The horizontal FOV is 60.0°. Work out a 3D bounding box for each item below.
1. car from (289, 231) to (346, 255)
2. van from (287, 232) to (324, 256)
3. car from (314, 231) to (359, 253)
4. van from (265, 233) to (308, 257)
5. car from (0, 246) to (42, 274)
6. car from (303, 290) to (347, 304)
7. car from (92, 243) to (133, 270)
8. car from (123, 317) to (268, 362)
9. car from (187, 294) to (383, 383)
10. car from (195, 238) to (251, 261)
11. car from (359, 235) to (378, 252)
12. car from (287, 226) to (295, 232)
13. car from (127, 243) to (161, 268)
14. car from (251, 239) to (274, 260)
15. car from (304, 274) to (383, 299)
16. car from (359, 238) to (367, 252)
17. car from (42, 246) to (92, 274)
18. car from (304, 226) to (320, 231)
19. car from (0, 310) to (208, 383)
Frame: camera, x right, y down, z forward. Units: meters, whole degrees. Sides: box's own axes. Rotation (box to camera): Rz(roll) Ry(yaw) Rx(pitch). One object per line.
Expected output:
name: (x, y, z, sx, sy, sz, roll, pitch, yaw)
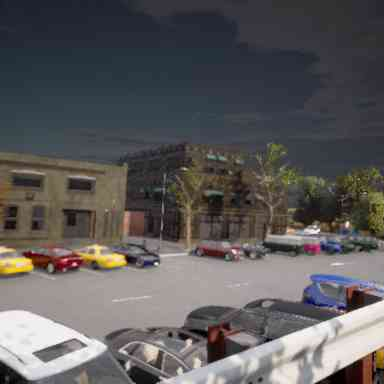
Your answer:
car: (14.641, 6.166, 39.372, 5.566, 2.045, 2.435, 1, -4, 34)
van: (12.119, 5.982, 37.720, 4.442, 1.987, 1.878, 1, -3, 34)
car: (17.038, 6.374, 41.095, 5.566, 2.045, 2.435, 1, -4, 34)
van: (9.722, 5.774, 35.997, 4.442, 1.987, 1.878, 1, -3, 34)
car: (-11.911, 4.118, 20.508, 5.366, 1.575, 1.946, 1, -3, 34)
car: (4.571, 4.692, 11.493, 5.366, 1.575, 1.946, 3, -2, 34)
car: (-7.119, 4.535, 23.954, 5.366, 1.575, 1.946, 1, -3, 34)
car: (-0.170, 4.277, 7.886, 4.892, 1.521, 2.231, 3, -2, 34)
car: (2.271, 4.237, 9.660, 5.566, 2.045, 2.435, 3, -2, 34)
car: (2.604, 5.250, 30.776, 4.553, 1.767, 2.185, 1, -4, 34)
car: (21.777, 6.788, 44.559, 5.566, 2.045, 2.435, 1, -3, 34)
car: (20.170, 7.993, 70.188, 1.946, 1.575, 5.366, 1, -3, 36)
car: (-4.540, 4.780, 25.570, 4.792, 1.488, 2.163, 1, -4, 34)
car: (5.024, 5.586, 32.479, 4.892, 1.521, 2.231, 1, -3, 34)
car: (7.215, 4.666, 13.144, 5.566, 2.045, 2.435, 3, -2, 34)
car: (19.422, 6.863, 42.815, 4.792, 1.488, 2.163, 1, -4, 34)
car: (-9.355, 4.332, 22.136, 5.008, 1.535, 2.097, 1, -3, 34)
car: (23.460, 7.724, 65.057, 2.435, 2.045, 5.566, 2, -2, 36)
car: (-2.574, 3.813, 6.099, 5.566, 2.045, 2.435, 3, -2, 34)
